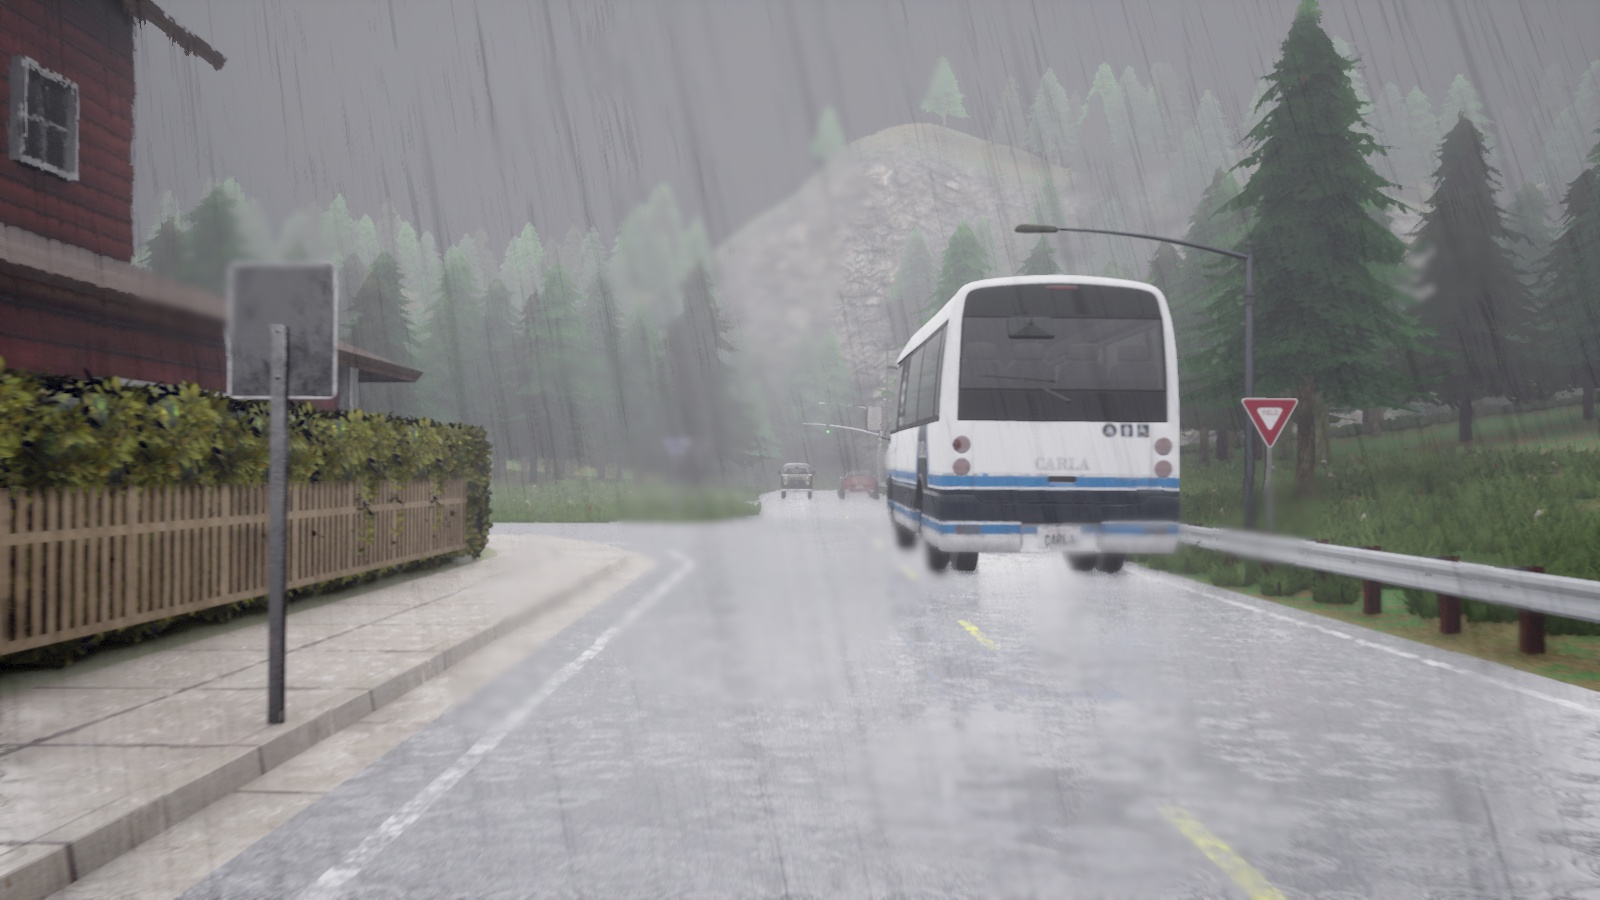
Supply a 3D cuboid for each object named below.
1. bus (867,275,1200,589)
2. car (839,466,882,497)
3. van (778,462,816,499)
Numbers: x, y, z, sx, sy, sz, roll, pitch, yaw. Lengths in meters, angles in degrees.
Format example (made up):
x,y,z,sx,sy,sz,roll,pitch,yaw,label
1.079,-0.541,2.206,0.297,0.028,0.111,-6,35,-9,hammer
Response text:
x,y,z,sx,sy,sz,roll,pitch,yaw,label
3.442,-0.214,22.174,3.944,4.253,10.273,0,0,0,bus
3.328,1.758,70.383,2.152,1.651,5.027,0,-1,0,car
-0.174,1.732,71.304,2.069,2.038,4.480,0,-1,0,van
